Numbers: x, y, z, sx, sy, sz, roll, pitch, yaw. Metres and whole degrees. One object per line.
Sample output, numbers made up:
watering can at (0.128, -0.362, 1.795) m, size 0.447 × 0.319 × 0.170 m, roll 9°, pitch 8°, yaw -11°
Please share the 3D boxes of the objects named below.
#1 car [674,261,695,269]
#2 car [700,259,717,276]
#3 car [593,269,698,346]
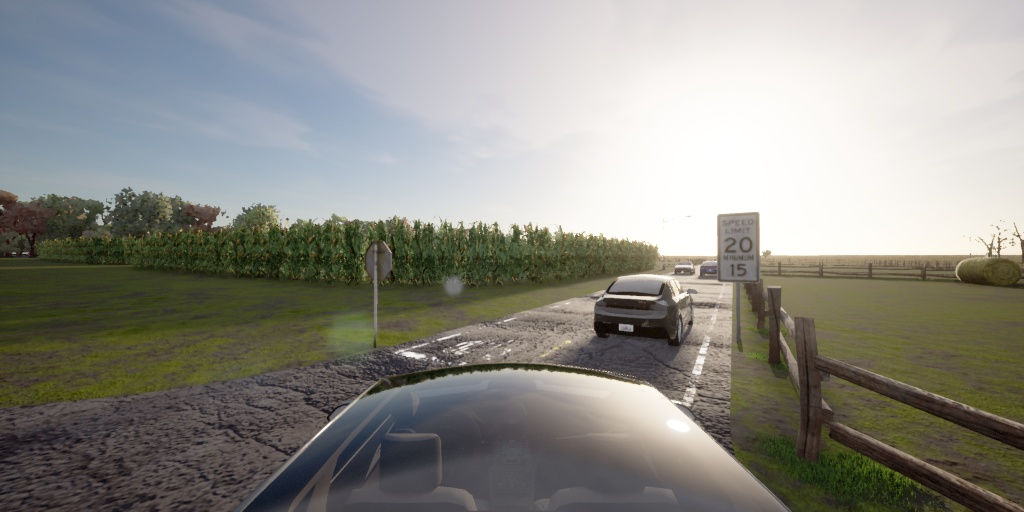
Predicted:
car at (19.808, 1.323, 40.971) m, size 2.033 × 1.411 × 5.357 m, roll 0°, pitch 0°, yaw 32°
car at (20.173, 1.237, 36.224) m, size 1.882 × 1.535 × 5.008 m, roll 0°, pitch 0°, yaw 32°
car at (3.659, 1.257, 9.571) m, size 1.837 × 1.490 × 4.892 m, roll 0°, pitch 0°, yaw 32°
